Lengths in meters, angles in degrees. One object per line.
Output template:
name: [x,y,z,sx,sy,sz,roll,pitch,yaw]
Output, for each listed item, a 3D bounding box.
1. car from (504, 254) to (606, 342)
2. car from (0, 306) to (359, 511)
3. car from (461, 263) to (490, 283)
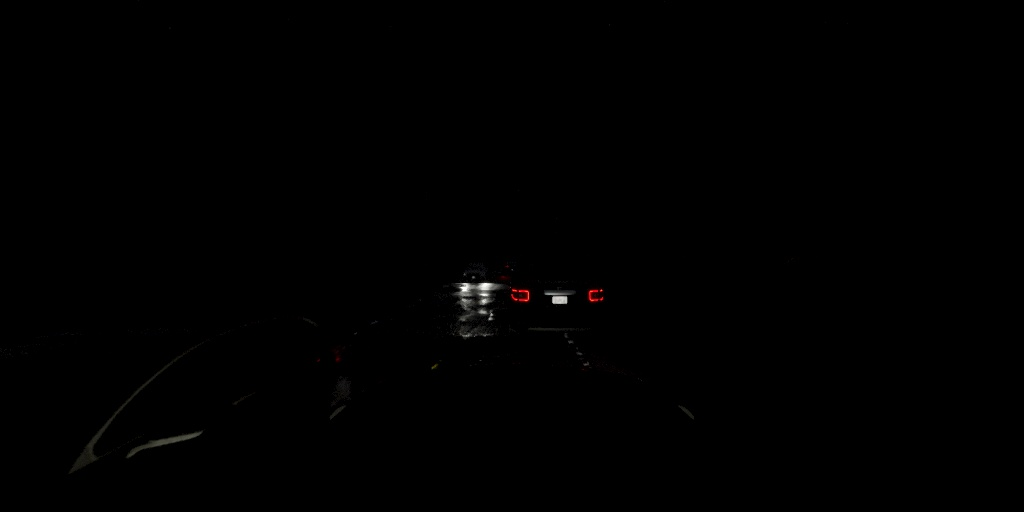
car: [0.955,0.975,9.873,2.150,2.045,5.566,0,0,0]
car: [-2.849,1.255,2.706,1.837,1.490,4.892,0,0,0]
car: [-2.782,1.273,28.204,1.812,1.442,4.674,0,0,0]
